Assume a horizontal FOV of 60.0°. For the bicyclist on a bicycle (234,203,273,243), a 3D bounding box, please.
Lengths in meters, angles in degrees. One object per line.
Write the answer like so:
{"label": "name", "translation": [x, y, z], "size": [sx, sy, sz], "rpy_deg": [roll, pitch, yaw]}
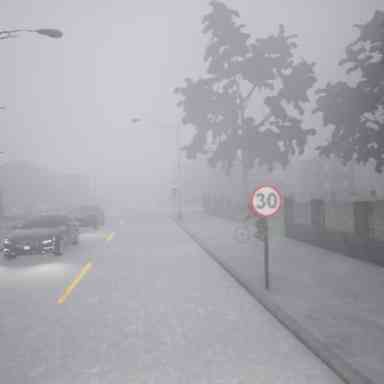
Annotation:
{"label": "bicyclist on a bicycle", "translation": [2.538, 1.278, 13.762], "size": [1.656, 1.620, 0.582], "rpy_deg": [-2, 0, -8]}

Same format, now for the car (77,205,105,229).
{"label": "car", "translation": [-7.184, 1.653, 22.823], "size": [1.882, 1.535, 5.008], "rpy_deg": [-1, 0, -8]}

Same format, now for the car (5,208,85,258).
{"label": "car", "translation": [-5.913, 1.651, 13.633], "size": [1.837, 1.490, 4.892], "rpy_deg": [-1, 0, -8]}
